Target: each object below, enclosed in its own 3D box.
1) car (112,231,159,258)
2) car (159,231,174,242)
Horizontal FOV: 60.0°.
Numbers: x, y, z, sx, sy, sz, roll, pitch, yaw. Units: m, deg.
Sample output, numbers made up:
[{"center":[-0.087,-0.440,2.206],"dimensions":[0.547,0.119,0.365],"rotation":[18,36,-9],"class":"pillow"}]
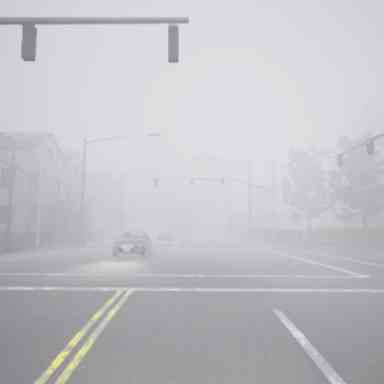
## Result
[{"center":[-3.501,3.123,20.245],"dimensions":[2.128,1.511,4.902],"rotation":[0,-7,0],"class":"car"},{"center":[-3.498,5.968,44.492],"dimensions":[1.994,1.385,4.181],"rotation":[0,-6,0],"class":"car"}]
